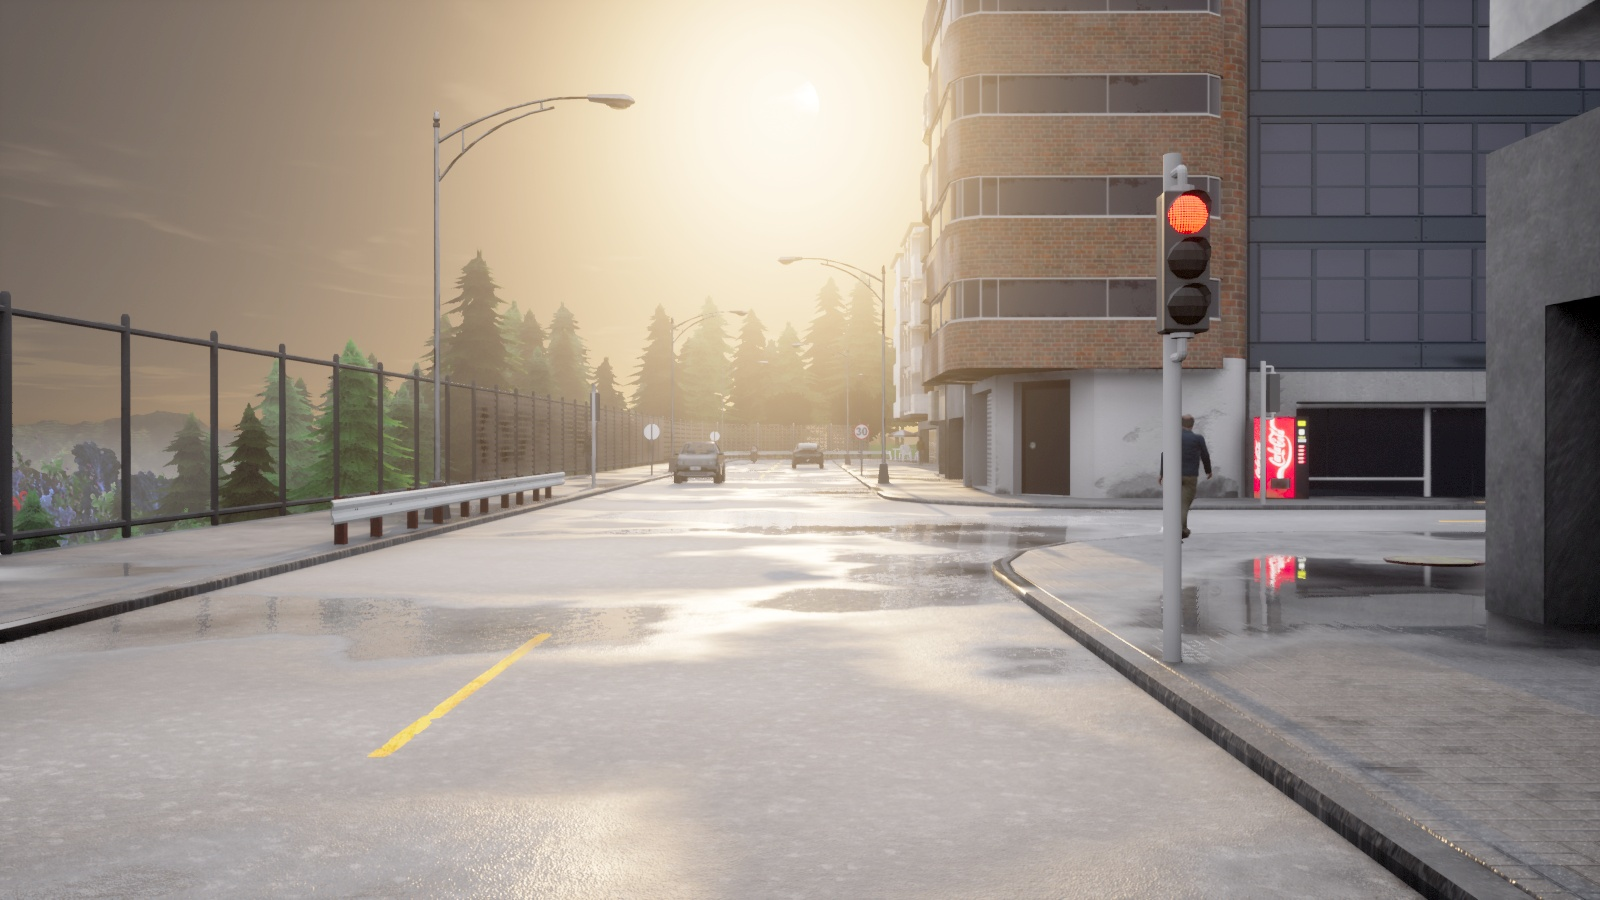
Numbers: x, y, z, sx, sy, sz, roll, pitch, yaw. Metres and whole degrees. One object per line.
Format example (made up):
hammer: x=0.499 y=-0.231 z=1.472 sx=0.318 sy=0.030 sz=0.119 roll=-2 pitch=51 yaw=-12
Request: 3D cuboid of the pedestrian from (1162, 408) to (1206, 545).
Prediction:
pedestrian: x=5.312 y=0.357 z=17.377 sx=0.402 sy=1.842 sz=0.726 roll=0 pitch=0 yaw=32

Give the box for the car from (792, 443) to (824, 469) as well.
car: x=0.465 y=0.330 z=74.713 sx=1.837 sy=1.490 sz=4.892 roll=0 pitch=0 yaw=0

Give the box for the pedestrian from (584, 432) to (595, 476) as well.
pedestrian: x=-8.876 y=0.150 z=52.982 sx=0.353 sy=1.847 sz=0.614 roll=0 pitch=0 yaw=0

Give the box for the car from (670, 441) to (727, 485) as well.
car: x=-3.706 y=0.462 z=46.508 sx=1.789 sy=1.549 sz=3.705 roll=0 pitch=0 yaw=0
